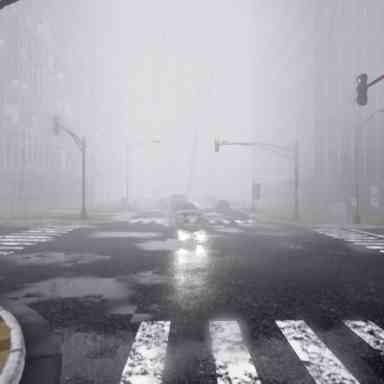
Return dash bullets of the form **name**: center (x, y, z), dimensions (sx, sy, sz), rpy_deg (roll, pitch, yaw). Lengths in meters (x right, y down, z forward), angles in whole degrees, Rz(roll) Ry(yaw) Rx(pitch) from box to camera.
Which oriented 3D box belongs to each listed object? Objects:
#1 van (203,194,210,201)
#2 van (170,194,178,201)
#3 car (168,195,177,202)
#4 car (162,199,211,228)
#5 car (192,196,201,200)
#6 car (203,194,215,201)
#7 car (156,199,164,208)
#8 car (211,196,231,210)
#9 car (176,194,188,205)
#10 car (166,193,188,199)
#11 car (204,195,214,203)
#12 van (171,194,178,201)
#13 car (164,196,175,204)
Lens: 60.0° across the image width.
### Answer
- **van**: center (3.469, 1.303, 80.487), dimensions (1.690, 1.788, 3.998), rpy_deg (0, 0, 0)
- **van**: center (-4.411, 1.303, 80.430), dimensions (1.690, 1.788, 3.998), rpy_deg (0, 0, 0)
- **car**: center (-4.371, 1.409, 74.903), dimensions (1.967, 1.590, 4.097), rpy_deg (0, 0, 0)
- **car**: center (-0.501, 1.509, 22.689), dimensions (2.128, 1.511, 4.902), rpy_deg (0, 0, -13)
- **car**: center (0.962, 1.496, 73.077), dimensions (1.812, 1.442, 4.674), rpy_deg (0, 0, 0)
- **car**: center (3.590, 1.299, 63.904), dimensions (2.192, 1.841, 5.009), rpy_deg (0, 0, 0)
- **car**: center (-4.170, 1.582, 47.265), dimensions (1.802, 1.307, 4.206), rpy_deg (0, 0, 0)
- **car**: center (3.800, 1.570, 41.796), dimensions (1.947, 1.339, 4.313), rpy_deg (0, 0, 0)
- **car**: center (-1.761, 1.339, 60.334), dimensions (2.097, 1.767, 4.553), rpy_deg (0, 0, 0)
- **car**: center (-1.656, 1.227, 41.155), dimensions (2.150, 2.045, 5.566), rpy_deg (0, 0, 0)
- **car**: center (3.550, 1.417, 69.433), dimensions (1.967, 1.590, 4.097), rpy_deg (0, 0, 0)
- **van**: center (-4.451, 1.296, 85.957), dimensions (1.690, 1.788, 3.998), rpy_deg (0, 0, 0)
- **car**: center (-4.290, 1.549, 63.848), dimensions (1.947, 1.339, 4.313), rpy_deg (0, 0, 0)
